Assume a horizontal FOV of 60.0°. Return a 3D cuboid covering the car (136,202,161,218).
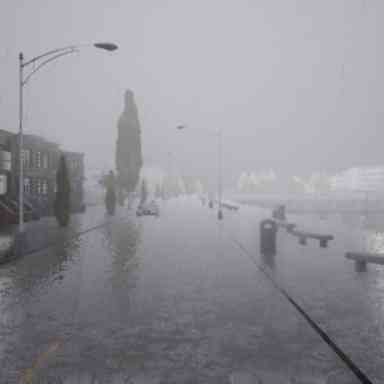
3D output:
[{"bbox_3d":[-4.073,1.668,31.695,1.994,1.385,4.181,0,0,0],"label":"car"}]
